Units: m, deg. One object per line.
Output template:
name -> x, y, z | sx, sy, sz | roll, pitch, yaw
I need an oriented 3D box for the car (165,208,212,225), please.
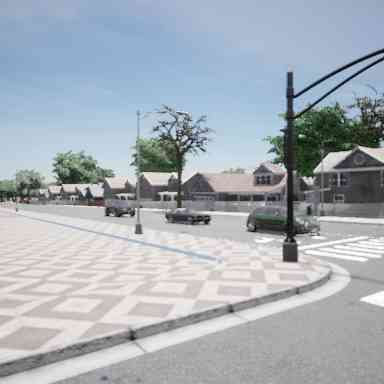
car -> -0.371, 2.096, 28.737 | 1.895, 1.301, 4.718 | 0, -1, -36

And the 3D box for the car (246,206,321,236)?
car -> 5.560, 1.654, 20.599 | 2.097, 1.767, 4.553 | 0, -1, -37

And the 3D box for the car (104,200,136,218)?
car -> -8.802, 1.993, 40.416 | 2.150, 2.045, 5.566 | 0, -1, -36
